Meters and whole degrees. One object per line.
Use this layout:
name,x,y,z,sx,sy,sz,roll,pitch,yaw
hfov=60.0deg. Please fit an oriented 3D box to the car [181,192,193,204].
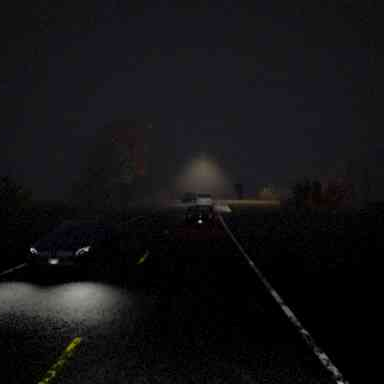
car,-0.532,1.072,60.086,2.150,2.045,5.566,0,0,6

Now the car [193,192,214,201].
car,1.669,1.117,42.708,2.150,2.045,5.566,0,0,4

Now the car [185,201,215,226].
car,0.593,1.550,23.009,1.895,1.301,4.718,0,0,2

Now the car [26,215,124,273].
car,-3.475,1.500,10.789,1.812,1.442,4.674,0,0,1
